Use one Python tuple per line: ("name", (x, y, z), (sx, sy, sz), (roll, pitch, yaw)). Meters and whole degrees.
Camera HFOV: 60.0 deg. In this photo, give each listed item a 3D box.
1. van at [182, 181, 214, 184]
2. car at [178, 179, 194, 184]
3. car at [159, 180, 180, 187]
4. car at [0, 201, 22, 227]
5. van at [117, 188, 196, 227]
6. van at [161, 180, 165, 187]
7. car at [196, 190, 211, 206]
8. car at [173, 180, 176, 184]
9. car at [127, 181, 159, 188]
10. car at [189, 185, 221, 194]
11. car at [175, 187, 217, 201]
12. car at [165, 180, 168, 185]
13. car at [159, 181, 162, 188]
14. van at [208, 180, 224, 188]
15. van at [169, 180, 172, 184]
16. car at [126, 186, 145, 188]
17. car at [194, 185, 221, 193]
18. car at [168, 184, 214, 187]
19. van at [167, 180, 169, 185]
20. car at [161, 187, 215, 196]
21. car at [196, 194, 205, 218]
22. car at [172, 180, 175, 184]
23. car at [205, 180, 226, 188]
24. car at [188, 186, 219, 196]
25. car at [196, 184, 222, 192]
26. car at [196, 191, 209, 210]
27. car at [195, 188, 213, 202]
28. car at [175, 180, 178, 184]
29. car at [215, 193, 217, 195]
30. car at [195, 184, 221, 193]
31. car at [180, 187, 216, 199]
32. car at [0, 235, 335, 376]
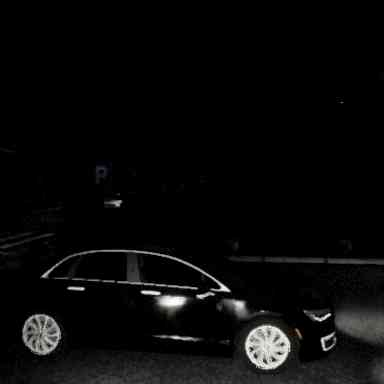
("van", (1.296, -0.231, 47.227), (4.442, 1.987, 1.878), (1, 2, 7))
("car", (-1.056, -1.293, 70.951), (2.150, 2.045, 5.566), (1, 2, 7))
("car", (-6.314, -2.424, 95.040), (5.566, 2.045, 2.435), (1, 3, 7))
("car", (-10.837, 1.233, 17.202), (2.128, 1.511, 4.902), (0, 2, 5))
("van", (-2.221, 0.948, 19.721), (4.442, 1.987, 1.878), (1, 3, 7))
("van", (-8.827, -1.378, 72.772), (4.442, 1.987, 1.878), (1, 2, 7))
("car", (-1.092, 0.848, 27.974), (4.792, 1.488, 2.163), (1, 3, 7))
("car", (-7.286, -1.727, 86.709), (4.674, 1.452, 2.002), (1, 3, 7))
("car", (-9.966, -1.051, 64.445), (5.566, 2.045, 2.435), (1, 2, 7))
("car", (2.310, -0.479, 58.286), (5.366, 1.575, 1.946), (1, 2, 7))
("car", (0.517, 0.228, 41.743), (5.008, 1.535, 2.097), (1, 2, 7))
("car", (-8.617, -1.272, 75.577), (5.008, 1.535, 2.097), (1, 2, 7))
("car", (-9.273, -0.996, 70.016), (4.674, 1.452, 2.002), (1, 2, 7))
("van", (6.884, -2.296, 94.040), (4.442, 1.987, 1.878), (1, 3, 7))
("van", (-7.831, -1.739, 81.117), (4.442, 1.987, 1.878), (1, 3, 7))
("car", (-7.897, 0.286, 42.251), (1.895, 1.301, 4.718), (1, 2, 7))
("car", (2.851, -0.561, 61.016), (4.792, 1.488, 2.163), (1, 2, 7))
("car", (-0.103, 0.338, 36.226), (4.553, 1.767, 2.185), (1, 2, 7))
("van", (-8.394, -1.618, 78.366), (4.442, 1.987, 1.878), (1, 2, 7))
("car", (-0.457, 0.581, 33.481), (5.008, 1.535, 2.097), (1, 2, 7))
("car", (-1.748, 1.085, 22.466), (4.792, 1.488, 2.163), (1, 3, 7))
("car", (-7.587, -1.607, 83.919), (4.792, 1.488, 2.163), (1, 3, 7))
("car", (6.467, -2.184, 91.296), (5.566, 2.045, 2.435), (1, 3, 7))
("car", (1.808, -0.211, 52.761), (4.792, 1.488, 2.163), (1, 2, 7))
("car", (3.485, -0.824, 66.524), (5.008, 1.535, 2.097), (1, 2, 7))
("car", (-1.633, 0.932, 25.245), (5.366, 1.575, 1.946), (1, 3, 7))
("car", (-0.798, 0.700, 30.729), (4.892, 1.521, 2.231), (1, 3, 7))
("car", (-6.945, -1.899, 89.486), (4.892, 1.521, 2.231), (1, 3, 7))
("car", (0.191, 0.385, 38.991), (4.674, 1.452, 2.002), (1, 2, 7))
("car", (3.157, -0.706, 63.770), (4.892, 1.521, 2.231), (1, 2, 7))
("car", (0.848, 0.151, 44.500), (4.674, 1.452, 2.002), (1, 2, 7))
("car", (-0.467, 1.460, 5.023), (4.892, 1.490, 1.837), (0, 0, 7))
